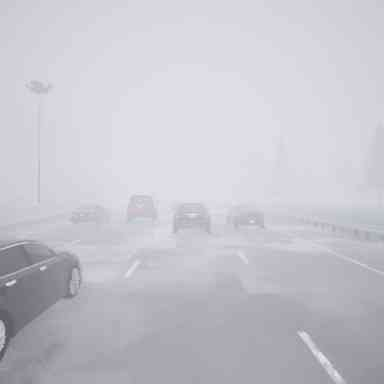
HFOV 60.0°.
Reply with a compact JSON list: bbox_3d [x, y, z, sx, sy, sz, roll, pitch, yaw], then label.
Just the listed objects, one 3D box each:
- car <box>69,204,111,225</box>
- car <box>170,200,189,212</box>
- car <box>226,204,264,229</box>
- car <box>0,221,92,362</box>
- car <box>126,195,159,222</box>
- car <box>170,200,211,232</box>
[{"bbox_3d":[-7.212,1.549,23.974,2.033,1.411,5.357,0,0,-3],"label":"car"},{"bbox_3d":[-1.529,1.603,39.171,1.895,1.301,4.718,0,0,-7],"label":"car"},{"bbox_3d":[3.382,1.527,21.494,1.812,1.442,4.674,0,0,-2],"label":"car"},{"bbox_3d":[-3.397,1.505,5.606,1.837,1.490,4.892,0,0,0],"label":"car"},{"bbox_3d":[-3.862,1.223,26.443,2.150,2.045,5.566,0,0,-3],"label":"car"},{"bbox_3d":[-0.067,1.353,20.025,2.097,1.767,4.553,0,0,-2],"label":"car"}]
